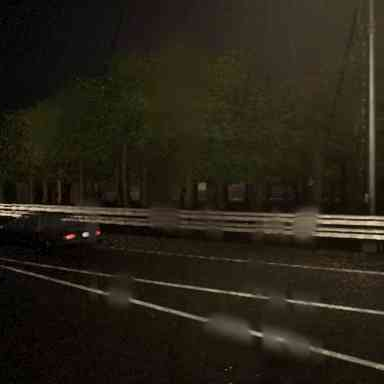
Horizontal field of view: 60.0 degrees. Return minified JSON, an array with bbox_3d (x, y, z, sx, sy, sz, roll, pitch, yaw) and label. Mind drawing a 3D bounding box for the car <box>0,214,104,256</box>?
[{"bbox_3d":[-5.932,1.561,13.056,5.357,1.411,2.033,0,0,30],"label":"car"}]
